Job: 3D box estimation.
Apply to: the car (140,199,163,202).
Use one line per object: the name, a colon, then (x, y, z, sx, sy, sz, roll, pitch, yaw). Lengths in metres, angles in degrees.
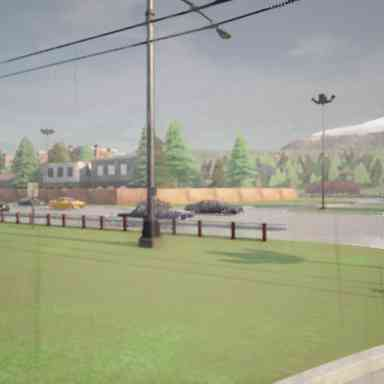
car: (-4.394, 1.422, 37.884, 4.181, 1.385, 1.994, 0, 0, 29)

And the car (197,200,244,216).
car: (1.974, 1.404, 30.319, 5.357, 1.411, 2.033, 0, 0, 29)

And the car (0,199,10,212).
car: (-18.825, 1.194, 29.908, 5.566, 2.045, 2.150, 0, 0, 29)

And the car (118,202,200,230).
car: (-2.215, 1.523, 20.632, 4.718, 1.301, 1.895, 0, 0, 29)

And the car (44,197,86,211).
car: (-14.843, 1.386, 39.713, 5.008, 1.535, 1.882, 0, 0, 29)

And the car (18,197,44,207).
car: (-23.340, 1.442, 48.478, 4.674, 1.442, 1.812, 0, 0, 29)
